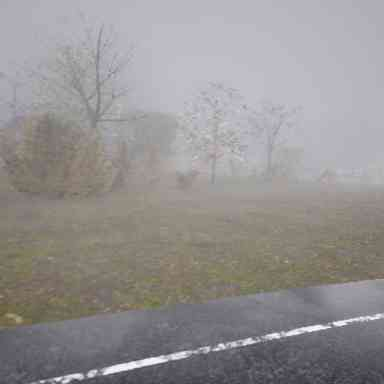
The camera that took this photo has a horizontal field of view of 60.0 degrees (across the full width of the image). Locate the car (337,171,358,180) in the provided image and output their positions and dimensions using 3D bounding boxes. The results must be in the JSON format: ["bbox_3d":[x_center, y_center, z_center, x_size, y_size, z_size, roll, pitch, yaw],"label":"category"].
[{"bbox_3d":[34.966,-3.725,74.154,2.150,2.045,5.566,1,5,-20],"label":"car"}]
